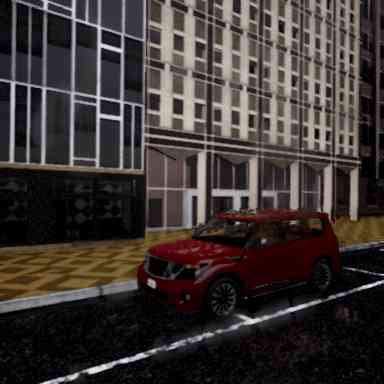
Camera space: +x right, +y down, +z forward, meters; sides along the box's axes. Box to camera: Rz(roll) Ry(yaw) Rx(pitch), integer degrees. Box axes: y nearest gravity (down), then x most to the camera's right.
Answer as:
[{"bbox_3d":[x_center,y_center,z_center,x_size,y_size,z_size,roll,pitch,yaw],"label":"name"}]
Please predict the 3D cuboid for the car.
[{"bbox_3d":[1.324,1.365,7.498,5.009,1.841,2.192,1,0,-35],"label":"car"}]
